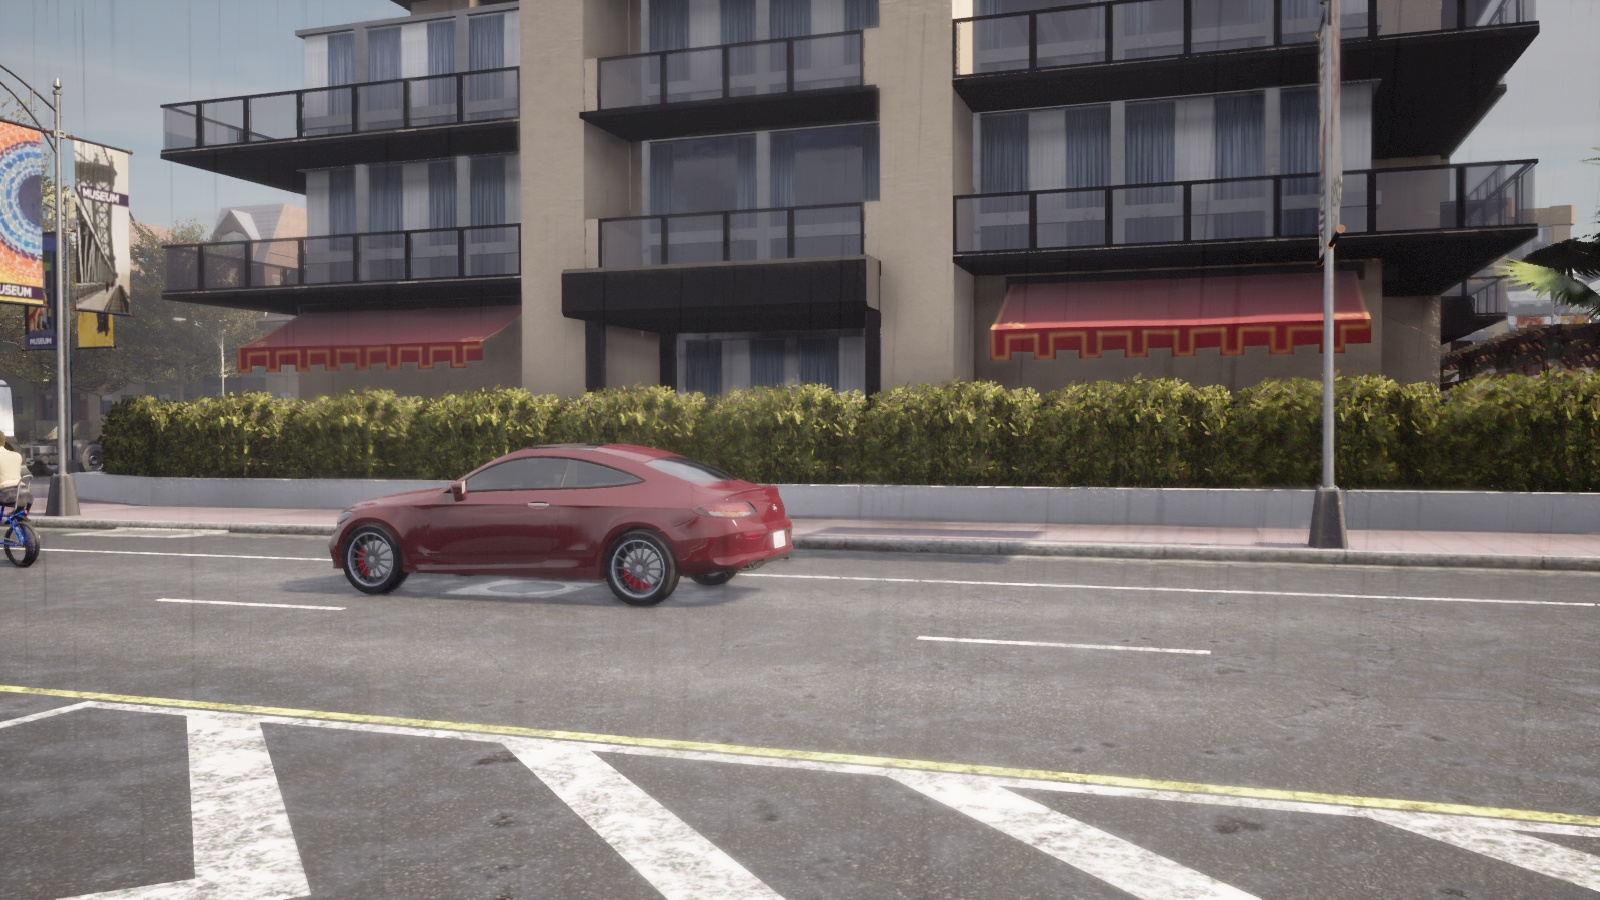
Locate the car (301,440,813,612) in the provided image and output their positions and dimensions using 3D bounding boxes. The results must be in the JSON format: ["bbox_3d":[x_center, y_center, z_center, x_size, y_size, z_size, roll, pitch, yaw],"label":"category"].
[{"bbox_3d":[-2.382,0.645,12.406,4.674,1.442,1.812,1,1,19],"label":"car"}]

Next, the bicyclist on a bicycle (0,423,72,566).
[{"bbox_3d":[-9.546,0.490,14.820,1.509,1.612,0.866,1,1,19],"label":"bicyclist on a bicycle"}]

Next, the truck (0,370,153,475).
[{"bbox_3d":[-26.963,-0.961,43.958,2.891,3.462,7.936,1,1,18],"label":"truck"}]
